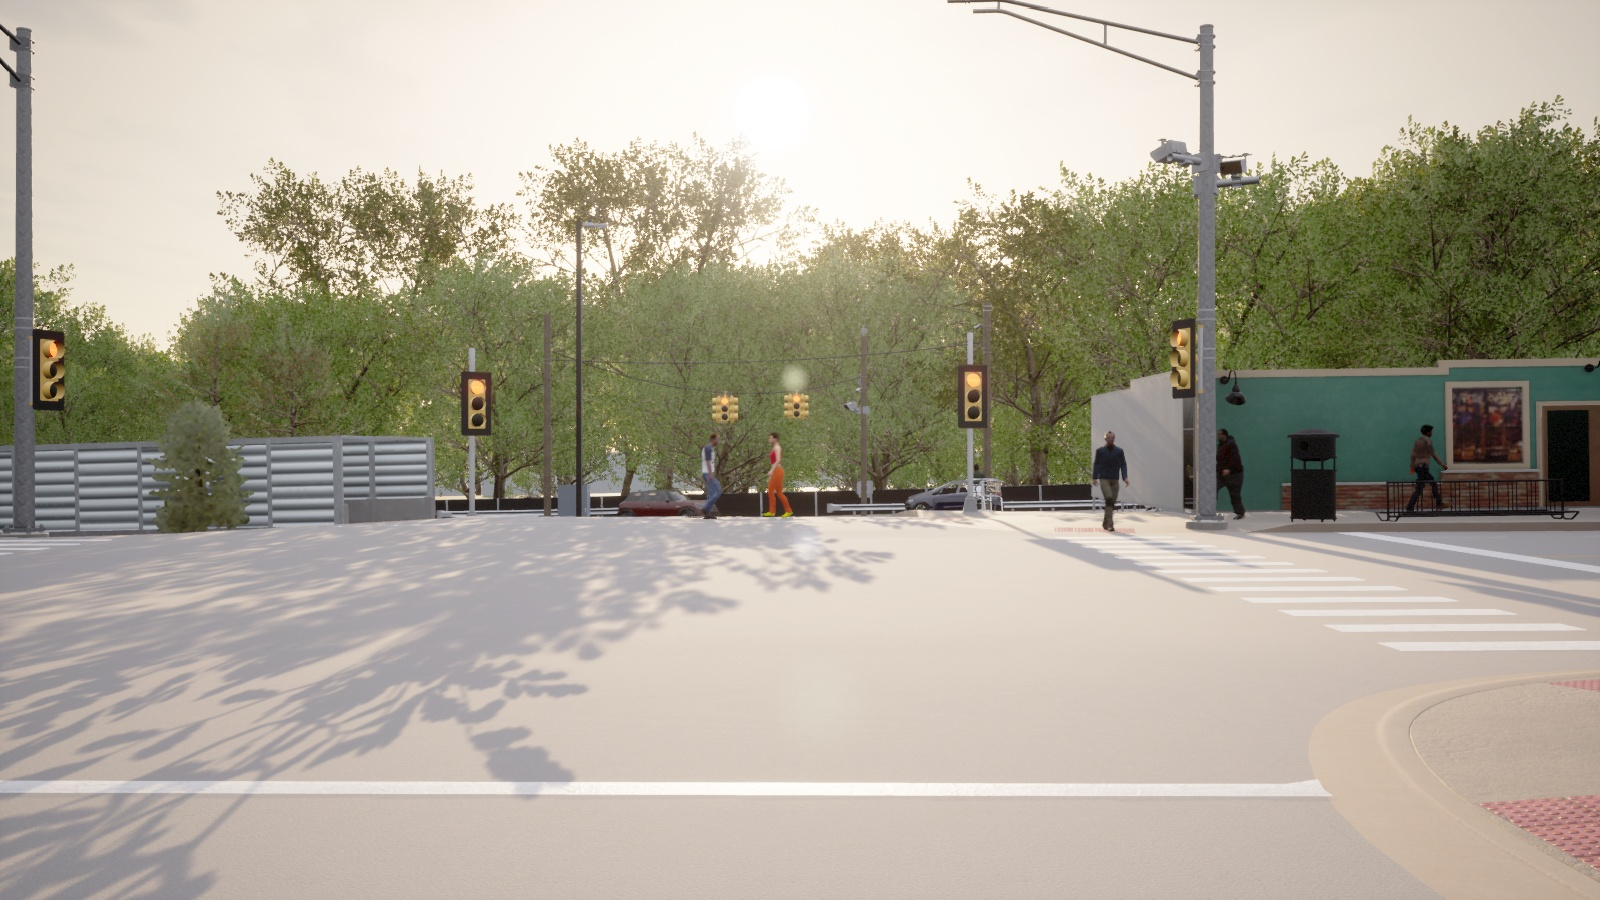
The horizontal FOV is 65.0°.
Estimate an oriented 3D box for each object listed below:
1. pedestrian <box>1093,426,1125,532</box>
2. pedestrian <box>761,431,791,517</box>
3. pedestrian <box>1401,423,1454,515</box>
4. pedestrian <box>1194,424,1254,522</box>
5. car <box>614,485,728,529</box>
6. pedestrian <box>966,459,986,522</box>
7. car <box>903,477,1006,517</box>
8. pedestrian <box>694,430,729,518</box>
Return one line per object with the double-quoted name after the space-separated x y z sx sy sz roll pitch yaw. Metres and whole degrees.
5.470 0.511 22.243 0.402 1.842 0.726 0 0 2 "pedestrian"
-0.520 0.515 26.963 0.594 1.836 0.345 0 0 -9 "pedestrian"
12.437 0.378 24.891 0.869 1.805 0.328 0 0 1 "pedestrian"
8.161 0.438 24.191 0.899 1.844 0.634 0 0 -15 "pedestrian"
-5.734 2.533 55.952 4.553 1.767 2.097 -2 -2 21 "car"
5.559 1.277 39.632 0.423 1.949 0.788 0 0 -7 "pedestrian"
7.189 2.190 58.496 4.611 1.667 2.242 -2 0 8 "car"
-1.847 0.502 26.230 0.706 1.836 0.354 0 0 -1 "pedestrian"
